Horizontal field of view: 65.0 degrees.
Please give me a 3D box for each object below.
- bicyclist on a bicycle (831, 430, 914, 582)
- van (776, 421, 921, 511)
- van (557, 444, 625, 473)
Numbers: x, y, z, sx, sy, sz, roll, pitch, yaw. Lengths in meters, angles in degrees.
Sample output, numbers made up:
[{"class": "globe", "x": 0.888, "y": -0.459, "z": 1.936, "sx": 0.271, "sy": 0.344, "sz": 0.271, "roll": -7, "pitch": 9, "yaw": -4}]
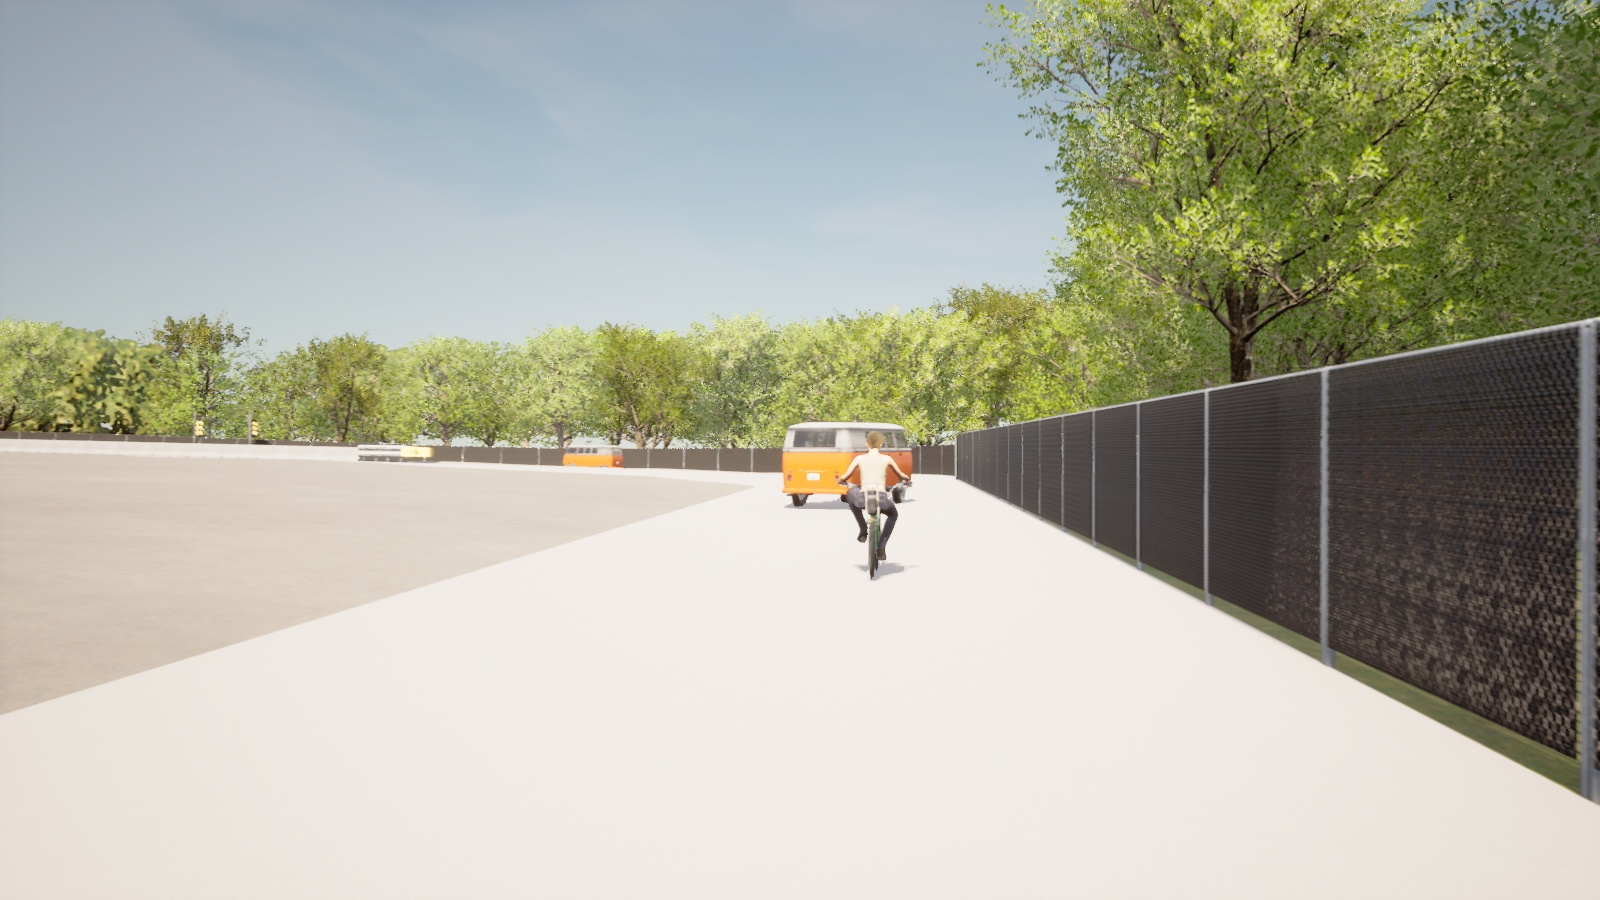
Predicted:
[{"class": "bicyclist on a bicycle", "x": 0.840, "y": 0.596, "z": 14.160, "sx": 0.866, "sy": 1.612, "sz": 1.509, "roll": 0, "pitch": 0, "yaw": 6}, {"class": "van", "x": 1.258, "y": 0.334, "z": 30.098, "sx": 1.775, "sy": 1.987, "sz": 4.442, "roll": 0, "pitch": 0, "yaw": 27}, {"class": "van", "x": -14.917, "y": 0.636, "z": 89.560, "sx": 4.442, "sy": 1.987, "sz": 1.775, "roll": 1, "pitch": -1, "yaw": 22}]
